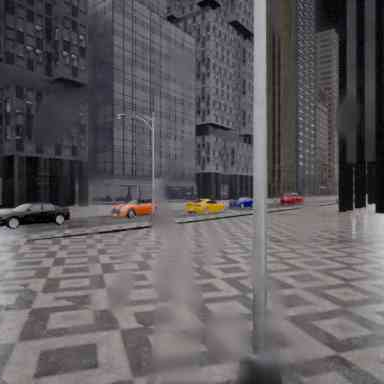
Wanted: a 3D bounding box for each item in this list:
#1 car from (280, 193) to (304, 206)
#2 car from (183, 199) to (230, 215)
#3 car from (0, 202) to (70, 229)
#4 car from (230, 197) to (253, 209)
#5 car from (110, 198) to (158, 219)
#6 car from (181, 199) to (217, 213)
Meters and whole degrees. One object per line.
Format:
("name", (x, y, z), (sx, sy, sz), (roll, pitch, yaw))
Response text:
("car", (15.792, 1.151, 52.431), (2.150, 2.045, 5.566), (0, 0, 36))
("car", (1.431, 1.436, 32.802), (1.882, 1.535, 5.008), (0, 0, 36))
("car", (-10.520, 1.458, 21.882), (1.882, 1.535, 5.008), (0, 0, 36))
("car", (6.888, 1.419, 45.596), (1.882, 1.535, 5.008), (0, 0, 38))
("car", (-5.030, 1.320, 29.385), (2.097, 1.767, 4.553), (0, 0, 36))
("car", (0.869, 1.519, 37.446), (1.994, 1.385, 4.181), (0, 0, 36))
